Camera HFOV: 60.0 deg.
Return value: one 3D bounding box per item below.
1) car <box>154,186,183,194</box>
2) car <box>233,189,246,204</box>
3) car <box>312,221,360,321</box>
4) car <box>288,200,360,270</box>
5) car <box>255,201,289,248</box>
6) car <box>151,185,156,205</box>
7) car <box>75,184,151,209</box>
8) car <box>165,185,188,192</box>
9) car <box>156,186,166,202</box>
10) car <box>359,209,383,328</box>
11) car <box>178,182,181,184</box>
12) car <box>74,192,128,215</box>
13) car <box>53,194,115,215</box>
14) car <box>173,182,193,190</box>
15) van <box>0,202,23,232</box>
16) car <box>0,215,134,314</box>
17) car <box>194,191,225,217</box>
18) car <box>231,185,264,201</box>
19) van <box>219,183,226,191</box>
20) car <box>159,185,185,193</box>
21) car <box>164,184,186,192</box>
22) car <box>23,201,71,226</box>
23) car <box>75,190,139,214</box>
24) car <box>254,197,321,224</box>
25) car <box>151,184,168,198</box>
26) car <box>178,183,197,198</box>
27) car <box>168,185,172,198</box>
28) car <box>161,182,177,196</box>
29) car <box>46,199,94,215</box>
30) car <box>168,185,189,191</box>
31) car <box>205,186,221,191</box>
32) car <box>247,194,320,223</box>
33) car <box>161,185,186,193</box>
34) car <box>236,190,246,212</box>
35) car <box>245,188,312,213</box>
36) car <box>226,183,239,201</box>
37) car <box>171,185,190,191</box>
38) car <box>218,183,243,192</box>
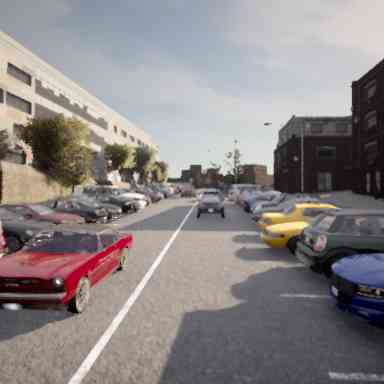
[{"bbox_3d":[-4.321,-0.387,61.455,5.008,1.535,2.097,0,2,3],"label":"car"},{"bbox_3d":[6.227,0.743,29.025,4.674,1.452,2.002,0,2,3],"label":"car"},{"bbox_3d":[4.937,1.432,5.543,5.008,1.535,2.097,0,1,3],"label":"car"},{"bbox_3d":[5.058,1.238,8.366,4.553,1.767,2.185,0,2,3],"label":"car"},{"bbox_3d":[5.065,1.269,11.314,5.366,1.575,1.946,0,2,3],"label":"car"},{"bbox_3d":[-6.052,0.475,30.786,4.553,1.767,2.185,0,2,3],"label":"car"},{"bbox_3d":[-6.294,0.525,25.328,5.566,2.045,2.435,0,2,3],"label":"car"},{"bbox_3d":[-3.580,-0.934,78.318,5.366,1.575,1.946,0,2,3],"label":"car"},{"bbox_3d":[-5.676,0.447,36.486,4.792,1.488,2.163,0,2,3],"label":"car"},{"bbox_3d":[4.743,1.227,2.600,5.566,2.045,2.435,0,1,3],"label":"car"},{"bbox_3d":[-4.504,-0.427,58.789,4.553,1.767,2.185,0,2,3],"label":"car"},{"bbox_3d":[-6.637,0.957,19.762,4.892,1.521,2.231,0,2,3],"label":"car"},{"bbox_3d":[-6.786,1.051,16.849,4.892,1.521,2.231,0,2,3],"label":"car"},{"bbox_3d":[-2.442,-1.720,95.026,5.566,2.045,2.435,0,2,3],"label":"car"},{"bbox_3d":[-7.130,1.084,8.598,4.442,1.987,1.878,0,1,3],"label":"van"},{"bbox_3d":[-2.751,1.474,7.514,1.895,1.301,4.718,0,1,3],"label":"car"},{"bbox_3d":[1.322,0.914,23.351,1.812,1.442,4.674,0,2,3],"label":"car"},{"bbox_3d":[6.361,0.482,31.953,4.553,1.767,2.185,0,2,3],"label":"car"},{"bbox_3d":[8.895,-1.007,75.107,4.442,1.987,1.878,0,2,3],"label":"van"},{"bbox_3d":[-4.018,-0.570,67.156,4.892,1.521,2.231,0,2,3],"label":"car"},{"bbox_3d":[-3.671,-0.876,72.725,4.553,1.767,2.185,0,2,3],"label":"car"},{"bbox_3d":[-7.099,1.226,11.400,4.892,1.521,2.231,0,2,3],"label":"car"},{"bbox_3d":[-6.471,0.866,22.548,5.008,1.535,2.097,0,2,3],"label":"car"},{"bbox_3d":[5.597,1.177,14.228,5.366,1.575,1.946,0,2,3],"label":"car"},{"bbox_3d":[-5.583,0.202,39.275,4.553,1.767,2.185,0,2,3],"label":"car"},{"bbox_3d":[-0.438,-0.097,49.008,2.097,1.767,4.553,0,2,3],"label":"car"},{"bbox_3d":[-5.428,0.267,42.068,4.792,1.488,2.163,0,2,3],"label":"car"},{"bbox_3d":[-5.271,-0.104,44.845,5.566,2.045,2.435,0,2,3],"label":"car"},{"bbox_3d":[-6.941,1.176,14.186,4.674,1.452,2.002,0,2,3],"label":"car"},{"bbox_3d":[-3.270,-0.990,81.098,4.792,1.488,2.163,0,2,3],"label":"car"},{"bbox_3d":[2.331,0.282,41.469,1.882,1.535,5.008,0,2,3],"label":"car"},{"bbox_3d":[5.587,1.082,17.294,4.892,1.521,2.231,0,2,3],"label":"car"},{"bbox_3d":[-3.851,-0.659,69.944,4.892,1.521,2.231,0,2,3],"label":"car"},{"bbox_3d":[6.058,0.841,25.968,4.674,1.452,2.002,0,2,3],"label":"car"},{"bbox_3d":[5.768,0.865,20.096,4.553,1.767,2.185,0,2,3],"label":"car"},{"bbox_3d":[6.576,0.267,34.753,5.566,2.045,2.435,0,2,3],"label":"car"},{"bbox_3d":[-2.962,-1.170,86.674,4.792,1.488,2.163,0,2,3],"label":"car"},{"bbox_3d":[8.961,-1.123,77.897,5.566,2.045,2.435,0,2,3],"label":"car"}]
